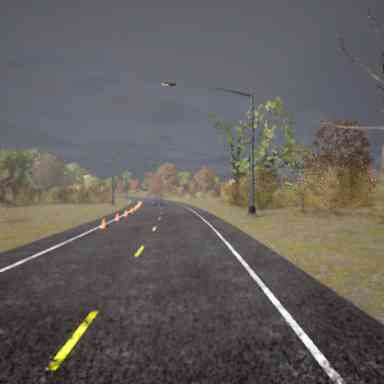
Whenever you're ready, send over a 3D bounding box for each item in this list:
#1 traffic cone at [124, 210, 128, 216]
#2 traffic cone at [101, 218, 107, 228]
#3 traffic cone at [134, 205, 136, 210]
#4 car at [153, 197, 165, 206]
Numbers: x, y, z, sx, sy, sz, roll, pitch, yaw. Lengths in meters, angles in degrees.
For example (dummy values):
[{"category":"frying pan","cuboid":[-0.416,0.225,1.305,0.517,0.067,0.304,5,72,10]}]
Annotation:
[{"category":"traffic cone","cuboid":[-6.005,1.874,30.270,0.340,0.580,0.340,0,0,-4]},{"category":"traffic cone","cuboid":[-5.411,1.894,20.359,0.340,0.580,0.340,0,0,-3]},{"category":"traffic cone","cuboid":[-6.385,1.867,35.221,0.340,0.580,0.340,0,0,-5]},{"category":"car","cuboid":[-5.218,1.445,51.817,2.033,1.411,5.357,0,0,-7]}]
